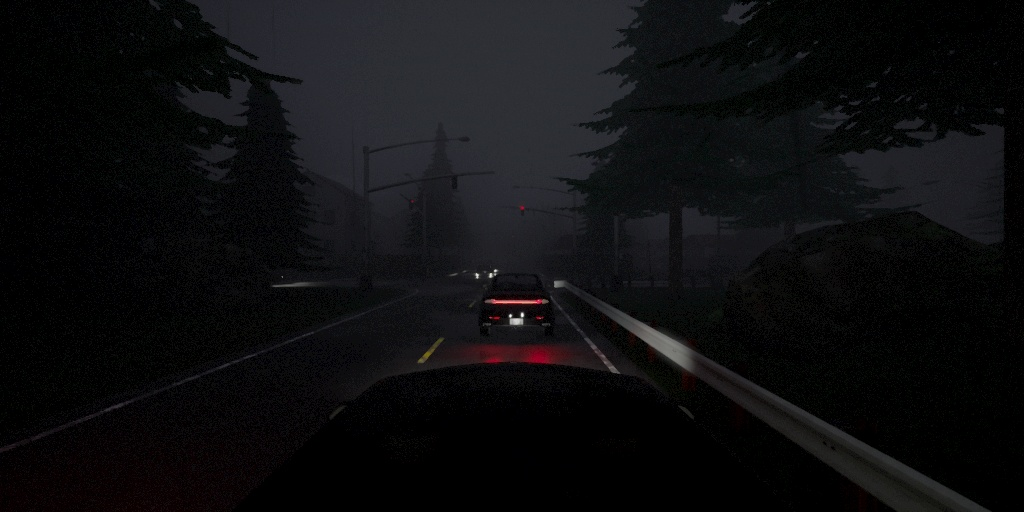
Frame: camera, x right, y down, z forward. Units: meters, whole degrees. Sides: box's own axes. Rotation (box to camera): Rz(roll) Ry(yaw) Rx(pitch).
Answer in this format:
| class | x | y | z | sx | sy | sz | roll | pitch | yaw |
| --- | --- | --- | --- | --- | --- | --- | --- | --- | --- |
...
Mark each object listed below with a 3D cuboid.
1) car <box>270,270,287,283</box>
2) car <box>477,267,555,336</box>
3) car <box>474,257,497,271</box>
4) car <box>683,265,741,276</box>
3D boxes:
| class | x | y | z | sx | sy | sz | roll | pitch | yaw |
| --- | --- | --- | --- | --- | --- | --- | --- | --- | --- |
| car | -18.604 | 1.236 | 25.308 | 4.892 | 1.490 | 1.837 | 0 | 0 | 1 |
| car | 0.134 | 1.240 | 10.373 | 2.128 | 1.511 | 4.902 | 0 | 0 | 1 |
| car | -3.223 | 1.222 | 44.057 | 1.882 | 1.535 | 5.008 | 0 | 0 | 1 |
| car | 15.550 | 1.332 | 28.438 | 4.718 | 1.301 | 1.895 | 0 | 0 | 1 |
